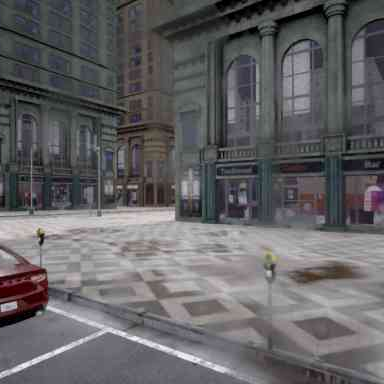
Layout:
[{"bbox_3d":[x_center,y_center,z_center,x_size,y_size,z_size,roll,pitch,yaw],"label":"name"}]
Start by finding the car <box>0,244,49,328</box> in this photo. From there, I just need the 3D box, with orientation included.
[{"bbox_3d":[-4.493,1.545,6.170,4.507,1.381,1.887,0,0,35],"label":"car"}]
